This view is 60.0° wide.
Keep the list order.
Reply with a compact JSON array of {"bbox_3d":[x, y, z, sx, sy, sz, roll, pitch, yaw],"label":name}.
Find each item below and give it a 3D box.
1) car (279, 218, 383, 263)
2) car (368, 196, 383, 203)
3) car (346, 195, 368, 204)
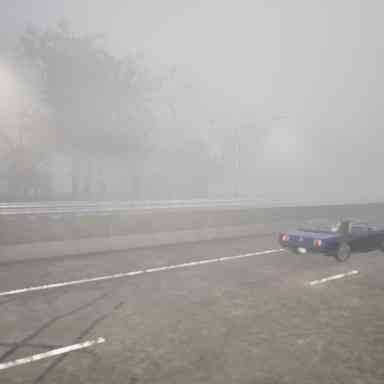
[{"bbox_3d":[5.353,1.568,11.904,4.718,1.301,1.895,0,0,-35],"label":"car"},{"bbox_3d":[29.446,1.379,50.702,4.892,1.490,1.837,-1,0,-35],"label":"car"},{"bbox_3d":[26.425,1.230,52.848,4.553,1.767,2.097,0,0,-35],"label":"car"}]
